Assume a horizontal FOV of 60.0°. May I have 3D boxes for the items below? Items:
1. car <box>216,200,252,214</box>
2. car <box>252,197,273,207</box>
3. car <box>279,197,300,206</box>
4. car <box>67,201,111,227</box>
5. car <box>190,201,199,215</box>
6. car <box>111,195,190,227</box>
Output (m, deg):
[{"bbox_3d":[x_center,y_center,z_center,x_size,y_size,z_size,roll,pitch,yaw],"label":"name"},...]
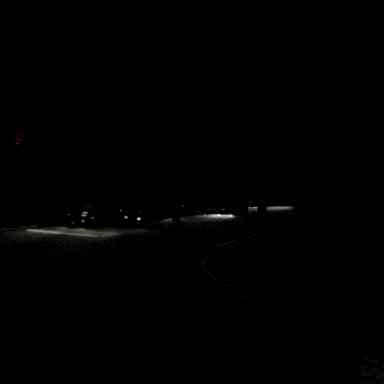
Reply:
[{"bbox_3d":[4.220,1.536,34.596,1.994,1.385,4.181,-1,0,34],"label":"car"},{"bbox_3d":[10.590,1.372,50.346,1.882,1.535,5.008,-1,0,34],"label":"car"},{"bbox_3d":[14.667,1.434,50.116,1.895,1.301,4.718,-1,0,34],"label":"car"},{"bbox_3d":[-6.836,1.479,24.346,2.097,1.767,4.553,-1,0,34],"label":"car"},{"bbox_3d":[-1.076,1.576,32.969,1.812,1.442,4.674,-1,0,34],"label":"car"},{"bbox_3d":[-2.801,1.288,24.093,2.150,2.045,5.566,-1,0,34],"label":"car"}]
